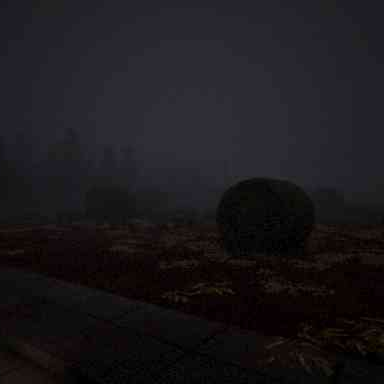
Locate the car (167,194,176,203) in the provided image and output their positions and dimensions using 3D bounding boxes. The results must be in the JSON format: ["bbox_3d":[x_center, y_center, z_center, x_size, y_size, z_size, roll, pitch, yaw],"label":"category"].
[{"bbox_3d":[-4.955,1.184,61.693,2.097,1.767,4.553,0,0,37],"label":"car"}]
